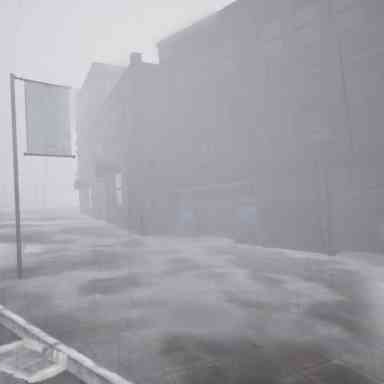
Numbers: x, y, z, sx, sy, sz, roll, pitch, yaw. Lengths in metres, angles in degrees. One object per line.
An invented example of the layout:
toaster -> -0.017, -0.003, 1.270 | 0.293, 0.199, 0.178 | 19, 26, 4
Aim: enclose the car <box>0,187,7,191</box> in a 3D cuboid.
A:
car -> -47.416, -0.647, 79.381 | 2.231, 1.521, 4.892 | -4, -3, 5
